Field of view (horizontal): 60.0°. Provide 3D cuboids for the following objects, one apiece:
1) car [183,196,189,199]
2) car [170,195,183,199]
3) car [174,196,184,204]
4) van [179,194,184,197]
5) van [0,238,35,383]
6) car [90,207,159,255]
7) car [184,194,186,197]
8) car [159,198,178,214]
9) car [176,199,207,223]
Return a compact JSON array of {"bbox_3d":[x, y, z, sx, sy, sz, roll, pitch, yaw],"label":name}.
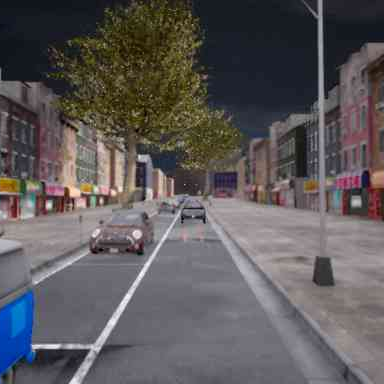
[{"bbox_3d":[0.096,1.619,42.899,1.994,1.385,4.181,0,0,0],"label":"car"},{"bbox_3d":[-2.622,1.588,46.259,1.752,1.417,4.829,2,0,0],"label":"car"},{"bbox_3d":[-2.624,1.642,68.399,1.752,1.417,4.829,2,0,0],"label":"car"},{"bbox_3d":[-2.617,1.417,51.964,1.690,1.788,3.998,2,0,0],"label":"van"},{"bbox_3d":[-2.611,1.343,2.148,1.690,1.788,3.998,2,0,0],"label":"van"},{"bbox_3d":[-2.615,1.452,13.218,1.967,1.590,4.097,2,0,0],"label":"car"},{"bbox_3d":[-2.625,1.668,63.034,1.947,1.339,4.313,2,0,0],"label":"car"},{"bbox_3d":[-2.622,1.623,35.358,1.802,1.307,4.206,2,0,0],"label":"car"},{"bbox_3d":[0.098,1.517,25.826,2.128,1.511,4.902,0,0,0],"label":"car"}]
